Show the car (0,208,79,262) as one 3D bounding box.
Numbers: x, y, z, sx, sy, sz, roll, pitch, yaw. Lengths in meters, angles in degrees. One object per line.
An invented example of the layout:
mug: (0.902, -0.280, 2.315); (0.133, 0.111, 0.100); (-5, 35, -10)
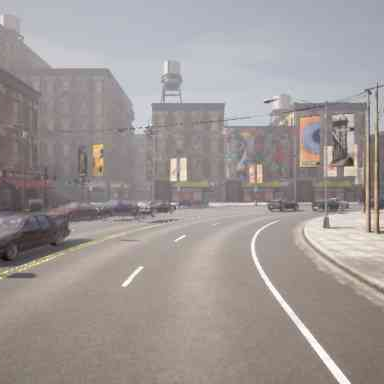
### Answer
car: (-6.520, 1.546, 12.498); (2.033, 1.411, 5.357); (0, 0, 6)

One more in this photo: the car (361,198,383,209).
car: (24.176, 1.526, 43.323); (4.674, 1.442, 1.812); (0, 0, -20)

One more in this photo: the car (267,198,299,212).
car: (10.768, 1.491, 39.205); (4.902, 1.511, 2.128); (0, 0, -44)

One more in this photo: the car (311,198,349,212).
car: (15.929, 1.505, 38.962); (4.892, 1.490, 1.837); (0, 0, -38)

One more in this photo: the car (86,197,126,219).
car: (-6.163, 1.139, 27.274); (1.812, 1.442, 4.674); (0, 0, 23)

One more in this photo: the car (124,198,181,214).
car: (-2.950, 1.210, 25.885); (1.895, 1.301, 4.718); (0, 0, 23)
